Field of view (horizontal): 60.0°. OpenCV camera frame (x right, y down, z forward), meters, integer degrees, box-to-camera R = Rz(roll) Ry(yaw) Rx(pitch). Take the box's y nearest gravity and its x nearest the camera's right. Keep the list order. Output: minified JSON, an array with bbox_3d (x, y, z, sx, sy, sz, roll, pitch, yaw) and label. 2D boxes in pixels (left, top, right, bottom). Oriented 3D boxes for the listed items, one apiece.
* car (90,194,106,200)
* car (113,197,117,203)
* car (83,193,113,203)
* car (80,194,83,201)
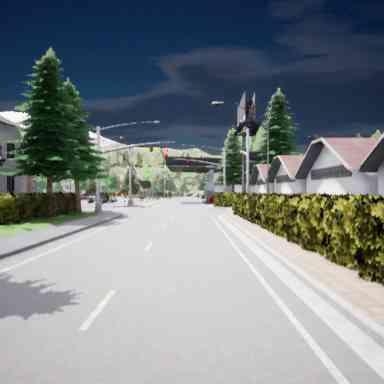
[{"bbox_3d":[-24.043,1.292,85.183,3.633,1.501,1.845,0,0,-1],"label":"car"},{"bbox_3d":[-16.184,1.332,62.818,3.806,1.475,1.970,0,0,-1],"label":"car"},{"bbox_3d":[-16.776,1.047,59.490,3.866,1.878,1.905,0,0,-1],"label":"car"},{"bbox_3d":[-24.026,1.270,75.190,4.514,1.523,2.007,0,0,-1],"label":"car"}]
